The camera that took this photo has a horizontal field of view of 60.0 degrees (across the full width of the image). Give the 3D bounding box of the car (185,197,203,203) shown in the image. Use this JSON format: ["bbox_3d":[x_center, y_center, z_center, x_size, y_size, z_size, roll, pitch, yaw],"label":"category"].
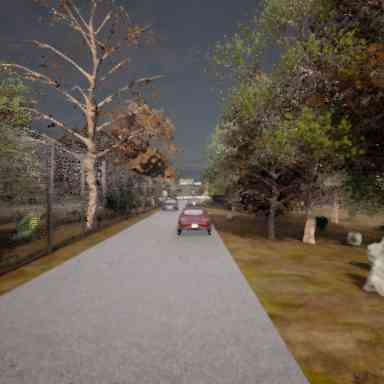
[{"bbox_3d":[0.255,1.450,41.261,2.097,1.767,4.553,0,0,0],"label":"car"}]

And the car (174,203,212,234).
[{"bbox_3d":[0.143,1.568,19.297,1.812,1.442,4.674,0,0,0],"label":"car"}]

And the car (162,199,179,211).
[{"bbox_3d":[-2.609,1.625,41.509,1.812,1.442,4.674,0,0,1],"label":"car"}]
